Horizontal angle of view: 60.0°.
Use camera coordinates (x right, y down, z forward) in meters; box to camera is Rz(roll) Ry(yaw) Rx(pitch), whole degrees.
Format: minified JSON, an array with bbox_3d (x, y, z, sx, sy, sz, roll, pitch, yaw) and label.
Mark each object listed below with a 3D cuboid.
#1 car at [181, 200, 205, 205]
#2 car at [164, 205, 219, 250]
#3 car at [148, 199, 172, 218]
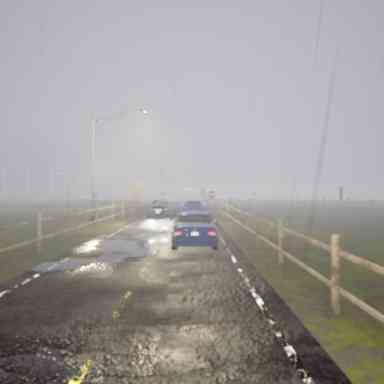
[{"bbox_3d":[0.106,1.401,28.808,1.882,1.535,5.008,0,0,0],"label":"car"},{"bbox_3d":[0.103,1.508,14.193,2.033,1.411,5.357,0,0,0],"label":"car"},{"bbox_3d":[-2.760,1.414,29.784,2.128,1.511,4.902,0,0,0],"label":"car"}]
